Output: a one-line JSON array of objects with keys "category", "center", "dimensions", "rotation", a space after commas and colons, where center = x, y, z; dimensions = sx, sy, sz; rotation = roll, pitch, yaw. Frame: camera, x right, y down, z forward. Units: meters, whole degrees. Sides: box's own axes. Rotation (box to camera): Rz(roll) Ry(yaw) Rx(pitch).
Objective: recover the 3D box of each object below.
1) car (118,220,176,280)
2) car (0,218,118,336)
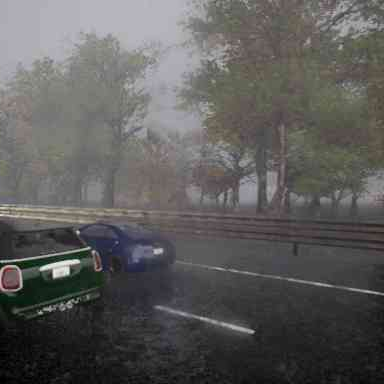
[{"category": "car", "center": [-2.526, 1.566, 10.096], "dimensions": [4.181, 1.385, 1.994], "rotation": [0, 0, 36]}, {"category": "car", "center": [-3.908, 1.354, 6.781], "dimensions": [4.553, 1.767, 2.097], "rotation": [0, 0, 36]}]
